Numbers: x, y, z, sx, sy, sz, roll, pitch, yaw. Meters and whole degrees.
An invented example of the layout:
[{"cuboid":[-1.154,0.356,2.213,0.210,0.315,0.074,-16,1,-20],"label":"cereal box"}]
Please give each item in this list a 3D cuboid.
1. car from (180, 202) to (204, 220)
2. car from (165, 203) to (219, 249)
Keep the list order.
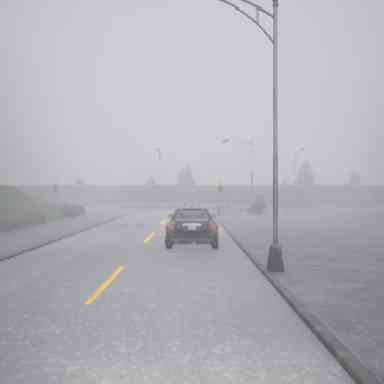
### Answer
[{"cuboid":[0.000,1.615,29.680,1.895,1.301,4.718,0,0,0],"label":"car"},{"cuboid":[0.000,1.365,14.620,2.097,1.767,4.553,0,0,0],"label":"car"}]
